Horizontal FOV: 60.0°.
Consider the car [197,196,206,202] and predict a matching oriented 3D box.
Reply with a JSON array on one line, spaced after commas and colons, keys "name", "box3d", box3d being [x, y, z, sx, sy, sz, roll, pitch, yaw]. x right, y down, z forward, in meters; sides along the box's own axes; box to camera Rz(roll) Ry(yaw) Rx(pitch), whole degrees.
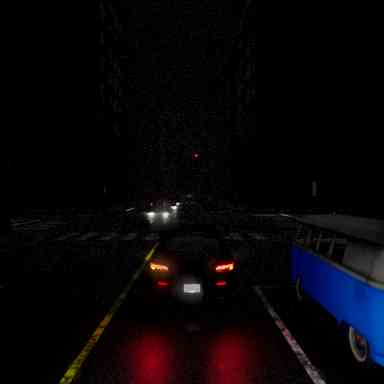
[{"name": "car", "box3d": [2.209, 1.546, 77.805, 1.802, 1.307, 4.206, 0, 0, -1]}]

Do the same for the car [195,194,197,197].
[{"name": "car", "box3d": [2.284, 1.521, 72.279, 2.008, 1.369, 4.403, 0, 0, -1]}]

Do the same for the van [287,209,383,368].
[{"name": "van", "box3d": [2.855, 1.341, 5.463, 1.690, 1.788, 3.998, 0, 0, 0]}]

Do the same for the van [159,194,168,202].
[{"name": "van", "box3d": [-6.241, 1.312, 72.164, 1.690, 1.788, 3.998, 0, 0, -1]}]

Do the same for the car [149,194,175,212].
[{"name": "car", "box3d": [-3.609, 1.343, 38.647, 2.097, 1.767, 4.553, 0, 0, 5]}]

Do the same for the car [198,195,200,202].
[{"name": "car", "box3d": [2.508, 1.535, 55.703, 2.008, 1.369, 4.403, 0, 0, -1]}]

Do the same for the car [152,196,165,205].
[{"name": "car", "box3d": [-6.092, 1.531, 61.114, 2.008, 1.369, 4.403, 0, 0, -1]}]

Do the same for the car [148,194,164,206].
[{"name": "car", "box3d": [-6.017, 1.299, 55.588, 2.192, 1.841, 5.009, 0, 0, -1]}]

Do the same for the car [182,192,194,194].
[{"name": "car", "box3d": [-0.734, 1.076, 84.209, 2.150, 2.045, 5.566, 0, 0, -1]}]

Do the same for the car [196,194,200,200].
[{"name": "car", "box3d": [2.358, 1.520, 66.755, 1.887, 1.381, 4.507, 0, 0, -1]}]

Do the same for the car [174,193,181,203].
[{"name": "car", "box3d": [-3.530, 1.535, 68.243, 1.994, 1.385, 4.181, 0, 0, 0]}]

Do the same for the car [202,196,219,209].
[{"name": "car", "box3d": [2.655, 1.516, 44.822, 1.752, 1.417, 4.829, 0, 0, -1]}]

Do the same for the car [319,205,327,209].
[{"name": "car", "box3d": [14.424, 1.583, 32.096, 4.718, 1.301, 1.895, 0, 0, 2]}]

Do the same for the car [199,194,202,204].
[{"name": "car", "box3d": [2.582, 1.428, 50.177, 1.967, 1.590, 4.097, 0, 0, -1]}]

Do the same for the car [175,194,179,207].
[{"name": "car", "box3d": [-3.399, 1.493, 52.492, 1.837, 1.490, 4.892, 0, 0, -1]}]

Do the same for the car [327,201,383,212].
[{"name": "car", "box3d": [14.609, 1.517, 28.845, 4.674, 1.442, 1.812, 0, 0, -3]}]

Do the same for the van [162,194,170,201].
[{"name": "van", "box3d": [-6.388, 1.299, 83.214, 1.690, 1.788, 3.998, 0, 0, -1]}]

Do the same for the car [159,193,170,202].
[{"name": "car", "box3d": [-6.316, 1.279, 77.690, 2.192, 1.841, 5.009, 0, 0, -1]}]

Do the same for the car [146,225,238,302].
[{"name": "car", "box3d": [0.001, 1.525, 8.141, 1.812, 1.442, 4.674, 0, 0, 0]}]

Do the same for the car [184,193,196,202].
[{"name": "car", "box3d": [-0.600, 1.561, 74.209, 1.895, 1.301, 4.718, 0, 0, -1]}]
